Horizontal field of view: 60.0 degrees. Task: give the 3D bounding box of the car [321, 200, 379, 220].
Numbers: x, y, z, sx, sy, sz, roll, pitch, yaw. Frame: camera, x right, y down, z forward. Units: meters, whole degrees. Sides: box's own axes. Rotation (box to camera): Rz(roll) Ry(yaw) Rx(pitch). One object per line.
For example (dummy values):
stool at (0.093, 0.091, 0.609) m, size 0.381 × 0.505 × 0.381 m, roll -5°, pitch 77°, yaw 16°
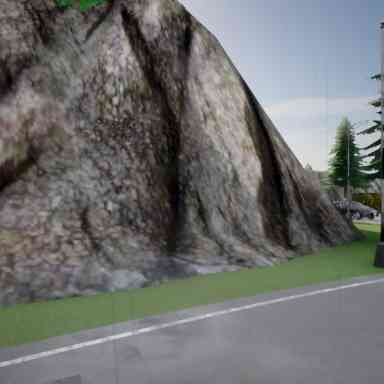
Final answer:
car at (13.420, 1.491, 28.473) m, size 2.128 × 1.511 × 4.902 m, roll 0°, pitch 0°, yaw -25°
